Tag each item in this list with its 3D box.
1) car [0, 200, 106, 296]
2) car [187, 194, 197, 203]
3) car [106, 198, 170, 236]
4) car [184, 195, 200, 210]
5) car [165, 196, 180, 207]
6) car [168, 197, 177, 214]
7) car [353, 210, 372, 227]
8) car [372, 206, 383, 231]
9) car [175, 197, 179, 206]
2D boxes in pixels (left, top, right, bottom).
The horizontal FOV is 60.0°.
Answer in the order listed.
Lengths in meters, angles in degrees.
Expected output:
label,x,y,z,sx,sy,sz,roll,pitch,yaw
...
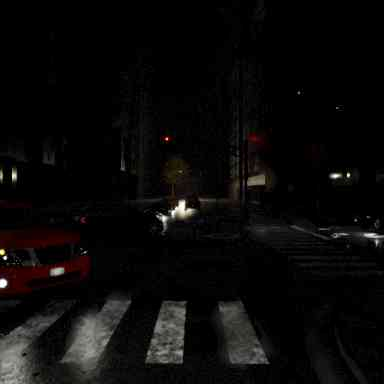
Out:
label,x,y,z,sx,sy,sz,roll,pitch,yaw
car,-4.887,1.226,8.133,5.566,2.045,2.150,0,-1,35
car,-0.012,1.353,68.250,2.097,1.767,4.553,0,0,0
car,-3.715,1.347,16.862,4.553,1.767,2.097,0,0,-35
car,0.051,1.476,42.696,1.882,1.535,5.008,0,0,0
car,-3.078,1.491,53.407,2.128,1.511,4.902,0,0,0
car,-3.101,1.547,33.441,2.033,1.411,5.357,0,0,4
car,12.599,1.496,20.600,4.902,1.511,2.128,0,0,0
car,12.163,1.573,17.351,4.181,1.385,1.994,0,0,0
car,-3.116,1.477,43.245,1.882,1.535,5.008,0,0,0
